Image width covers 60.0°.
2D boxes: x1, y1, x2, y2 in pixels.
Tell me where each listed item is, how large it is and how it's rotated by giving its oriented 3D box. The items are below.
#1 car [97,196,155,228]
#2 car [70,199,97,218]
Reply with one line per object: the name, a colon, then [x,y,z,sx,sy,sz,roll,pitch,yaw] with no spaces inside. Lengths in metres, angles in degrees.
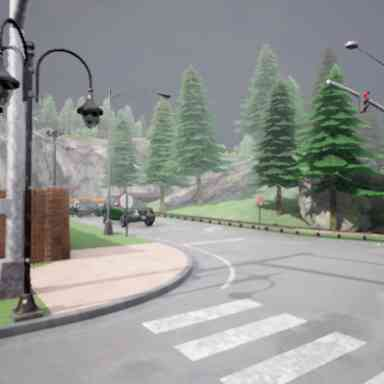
car: [-4.694,1.337,23.943,2.150,2.045,5.566,1,0,-34]
car: [-10.268,1.469,32.188,2.097,1.767,4.553,1,0,-34]
